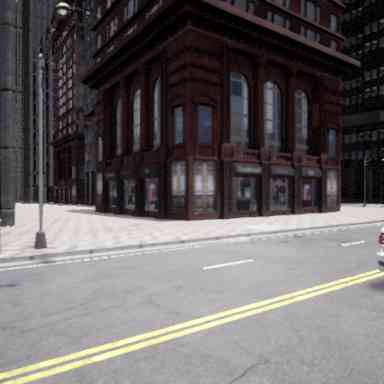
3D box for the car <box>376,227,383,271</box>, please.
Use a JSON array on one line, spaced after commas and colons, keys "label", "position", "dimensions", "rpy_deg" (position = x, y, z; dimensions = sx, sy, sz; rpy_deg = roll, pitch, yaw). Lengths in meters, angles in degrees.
[{"label": "car", "position": [6.870, 1.227, 8.378], "dimensions": [5.566, 2.045, 2.150], "rpy_deg": [0, 0, -35]}]
